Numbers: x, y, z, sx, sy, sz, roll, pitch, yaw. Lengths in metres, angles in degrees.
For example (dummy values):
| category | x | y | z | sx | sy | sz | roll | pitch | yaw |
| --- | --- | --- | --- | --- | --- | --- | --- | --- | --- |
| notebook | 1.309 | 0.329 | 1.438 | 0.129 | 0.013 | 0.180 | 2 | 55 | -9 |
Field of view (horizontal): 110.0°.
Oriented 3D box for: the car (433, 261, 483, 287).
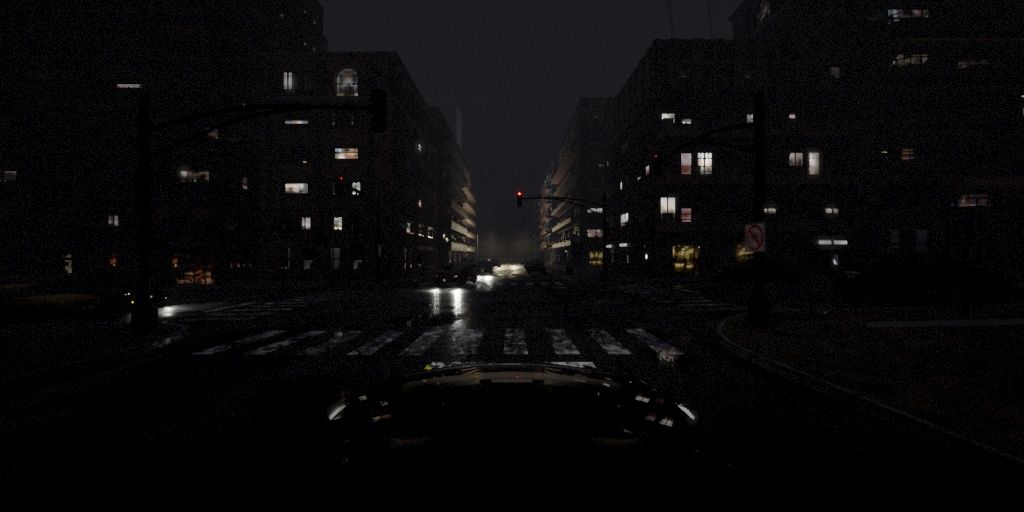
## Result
| category | x | y | z | sx | sy | sz | roll | pitch | yaw |
| --- | --- | --- | --- | --- | --- | --- | --- | --- | --- |
| car | -3.799 | 1.278 | 25.137 | 1.812 | 1.442 | 4.674 | 0 | 0 | 13 |

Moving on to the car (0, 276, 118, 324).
| category | x | y | z | sx | sy | sz | roll | pitch | yaw |
| --- | --- | --- | --- | --- | --- | --- | --- | --- | --- |
| car | -17.608 | 1.585 | 12.855 | 4.829 | 1.417 | 1.751 | 0 | 0 | 0 |

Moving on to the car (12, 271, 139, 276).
| category | x | y | z | sx | sy | sz | roll | pitch | yaw |
| --- | --- | --- | --- | --- | --- | --- | --- | --- | --- |
| car | -23.019 | 1.690 | 18.640 | 5.357 | 1.411 | 2.033 | -1 | 0 | 0 |

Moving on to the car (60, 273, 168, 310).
| category | x | y | z | sx | sy | sz | roll | pitch | yaw |
| --- | --- | --- | --- | --- | --- | --- | --- | --- | --- |
| car | -17.594 | 1.615 | 15.450 | 4.181 | 1.385 | 1.994 | -1 | 0 | 0 |

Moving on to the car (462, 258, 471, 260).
| category | x | y | z | sx | sy | sz | roll | pitch | yaw |
| --- | --- | --- | --- | --- | --- | --- | --- | --- | --- |
| car | -5.609 | 1.283 | 40.668 | 1.751 | 1.417 | 4.829 | 0 | 0 | 0 |

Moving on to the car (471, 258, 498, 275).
| category | x | y | z | sx | sy | sz | roll | pitch | yaw |
| --- | --- | --- | --- | --- | --- | --- | --- | --- | --- |
| car | -3.021 | 1.246 | 39.489 | 2.128 | 1.511 | 4.902 | 0 | 0 | 0 |

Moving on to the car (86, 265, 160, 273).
| category | x | y | z | sx | sy | sz | roll | pitch | yaw |
| --- | --- | --- | --- | --- | --- | --- | --- | --- | --- |
| car | -23.559 | 1.462 | 21.163 | 5.009 | 1.841 | 2.192 | 0 | 0 | 0 |

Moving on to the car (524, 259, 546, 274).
| category | x | y | z | sx | sy | sz | roll | pitch | yaw |
| --- | --- | --- | --- | --- | --- | --- | --- | --- | --- |
| car | 2.771 | 1.198 | 40.822 | 1.967 | 1.591 | 4.097 | 0 | 0 | 0 |

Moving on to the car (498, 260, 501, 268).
| category | x | y | z | sx | sy | sz | roll | pitch | yaw |
| --- | --- | --- | --- | --- | --- | --- | --- | --- | --- |
| car | -2.945 | 1.245 | 60.104 | 1.882 | 1.535 | 5.008 | 0 | 0 | 0 |

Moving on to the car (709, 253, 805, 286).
| category | x | y | z | sx | sy | sz | roll | pitch | yaw |
| --- | --- | --- | --- | --- | --- | --- | --- | --- | --- |
| car | 14.616 | 0.759 | 21.449 | 5.009 | 1.841 | 2.192 | 0 | 0 | 0 |

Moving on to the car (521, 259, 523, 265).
| category | x | y | z | sx | sy | sz | roll | pitch | yaw |
| --- | --- | --- | --- | --- | --- | --- | --- | --- | --- |
| car | 2.807 | 1.348 | 57.870 | 1.802 | 1.307 | 4.207 | 0 | 0 | 0 |

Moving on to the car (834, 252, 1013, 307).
| category | x | y | z | sx | sy | sz | roll | pitch | yaw |
| --- | --- | --- | --- | --- | --- | --- | --- | --- | --- |
| car | 14.733 | 0.775 | 13.069 | 5.009 | 1.841 | 2.192 | 0 | 0 | 0 |
